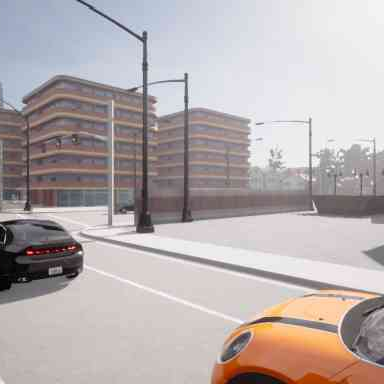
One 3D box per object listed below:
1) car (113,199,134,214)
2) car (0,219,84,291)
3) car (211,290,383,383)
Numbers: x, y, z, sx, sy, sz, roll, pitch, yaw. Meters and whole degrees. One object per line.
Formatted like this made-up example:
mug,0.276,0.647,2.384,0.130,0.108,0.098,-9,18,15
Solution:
car,-6.322,1.491,34.976,4.902,1.511,2.128,0,0,-44
car,-4.699,1.505,9.166,1.837,1.490,4.892,0,0,-43
car,2.319,1.352,2.301,4.553,1.767,2.097,0,0,40
